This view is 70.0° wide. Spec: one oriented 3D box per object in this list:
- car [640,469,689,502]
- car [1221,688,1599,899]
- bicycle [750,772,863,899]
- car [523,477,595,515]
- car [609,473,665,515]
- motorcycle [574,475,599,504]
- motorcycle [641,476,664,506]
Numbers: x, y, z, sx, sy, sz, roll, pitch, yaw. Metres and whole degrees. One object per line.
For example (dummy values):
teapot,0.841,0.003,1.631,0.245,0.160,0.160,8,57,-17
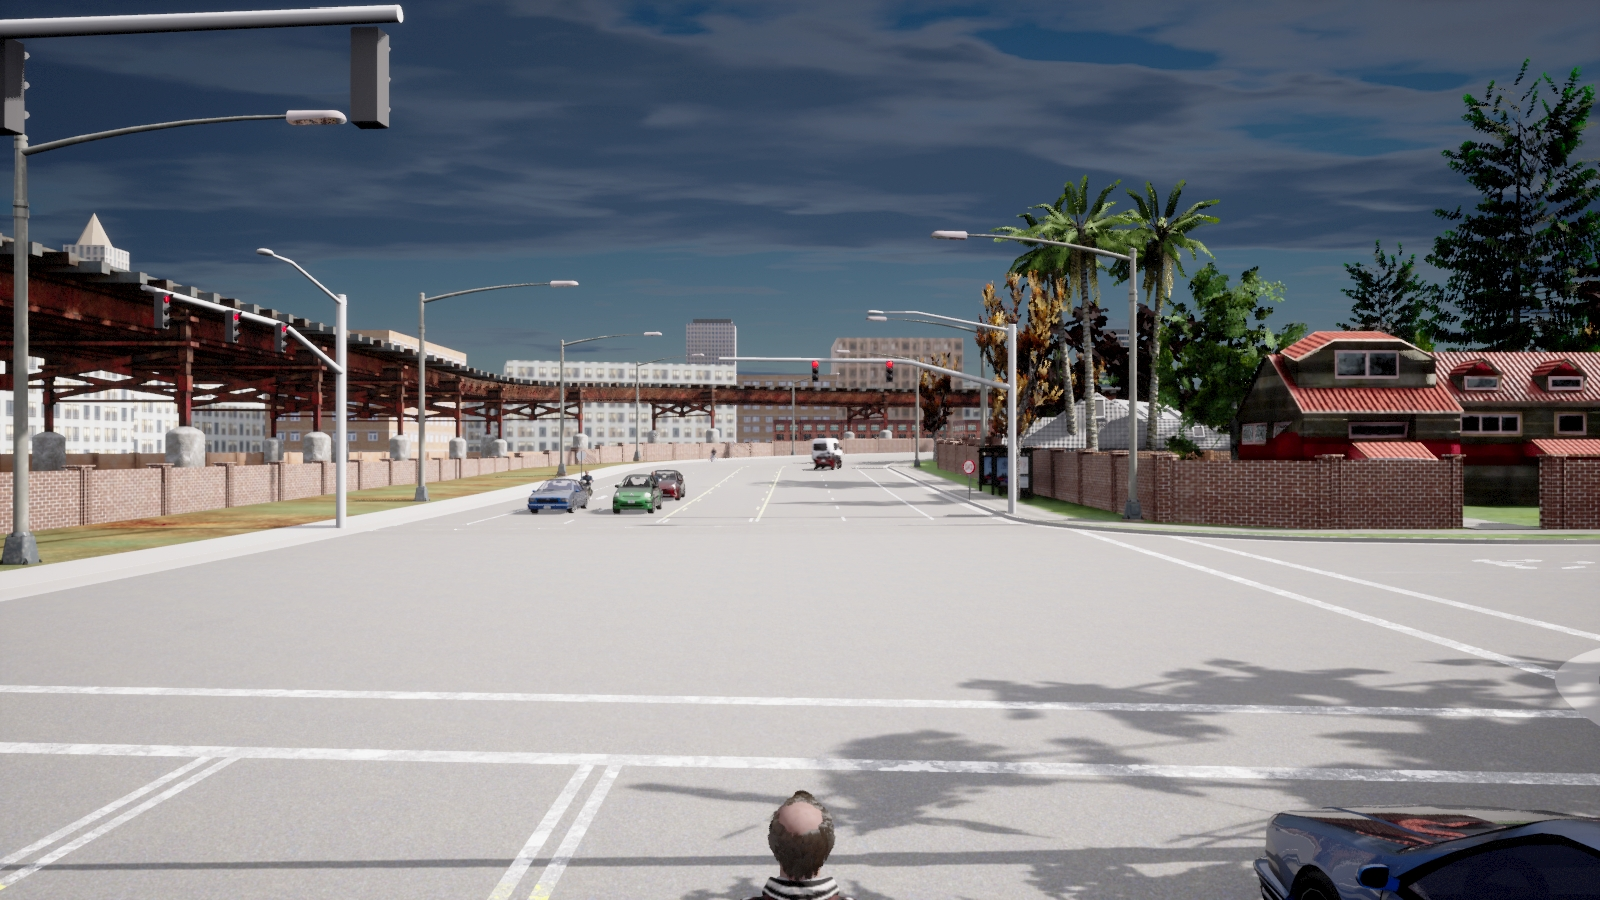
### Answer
car,-7.040,1.800,59.633,2.007,1.525,4.514,0,1,0
car,3.467,2.106,4.038,2.033,1.411,5.357,0,0,1
bicycle,0.019,2.048,3.681,0.329,1.496,1.835,0,0,0
car,-10.533,1.980,50.254,2.033,1.411,5.357,0,1,0
car,-7.031,1.878,49.634,1.851,1.617,3.988,0,1,0
motorcycle,-10.476,1.934,56.002,0.856,1.341,1.805,0,1,1
motorcycle,-7.053,1.947,54.746,0.856,1.341,1.805,0,1,0
